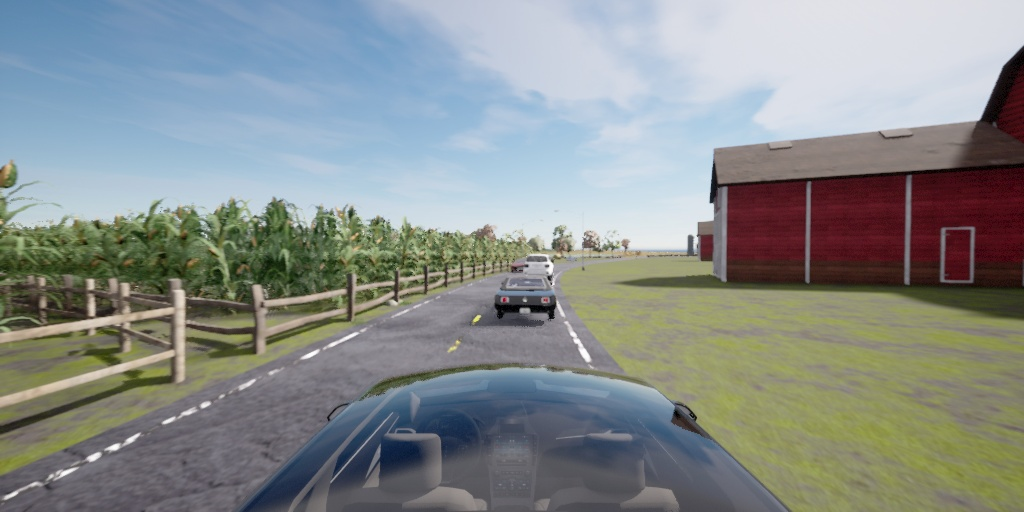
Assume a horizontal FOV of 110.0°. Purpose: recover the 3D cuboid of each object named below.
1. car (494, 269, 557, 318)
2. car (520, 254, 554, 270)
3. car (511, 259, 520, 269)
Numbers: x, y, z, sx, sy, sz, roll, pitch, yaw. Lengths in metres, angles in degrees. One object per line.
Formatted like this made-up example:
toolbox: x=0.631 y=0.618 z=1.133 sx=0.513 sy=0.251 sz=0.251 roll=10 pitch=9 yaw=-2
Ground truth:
car: x=0.523 y=1.326 z=12.843 sx=1.895 sy=1.301 sz=4.718 roll=0 pitch=0 yaw=3
car: x=2.246 y=0.891 z=29.494 sx=2.150 sy=2.045 sz=5.566 roll=0 pitch=0 yaw=8
car: x=1.141 y=1.089 z=40.224 sx=1.882 sy=1.535 sz=5.008 roll=1 pitch=0 yaw=11
